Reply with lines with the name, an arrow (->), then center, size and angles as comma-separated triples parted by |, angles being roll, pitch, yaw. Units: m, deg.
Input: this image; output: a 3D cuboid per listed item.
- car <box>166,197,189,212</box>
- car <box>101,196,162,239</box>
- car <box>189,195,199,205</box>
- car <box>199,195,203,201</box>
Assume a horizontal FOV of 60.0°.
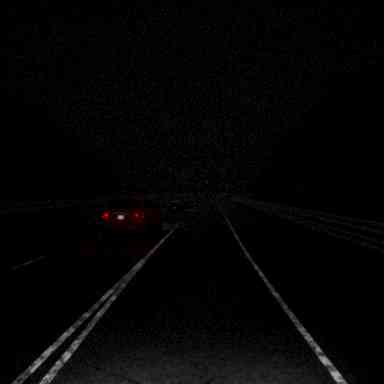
car -> -1.738, 1.528, 38.356 | 1.812, 1.442, 4.674 | 0, 0, 3
car -> -2.994, 1.214, 17.376 | 2.150, 2.045, 5.566 | 0, 0, 3
car -> -0.386, 1.545, 60.847 | 2.033, 1.411, 5.357 | 0, 0, 3
car -> 1.776, 1.546, 87.795 | 2.033, 1.411, 5.357 | 0, 0, 6
